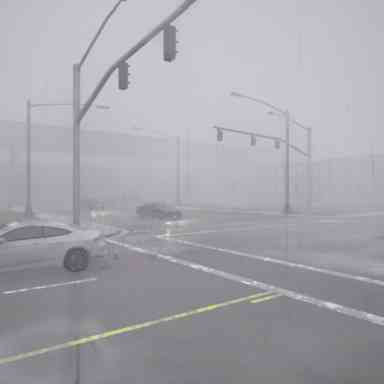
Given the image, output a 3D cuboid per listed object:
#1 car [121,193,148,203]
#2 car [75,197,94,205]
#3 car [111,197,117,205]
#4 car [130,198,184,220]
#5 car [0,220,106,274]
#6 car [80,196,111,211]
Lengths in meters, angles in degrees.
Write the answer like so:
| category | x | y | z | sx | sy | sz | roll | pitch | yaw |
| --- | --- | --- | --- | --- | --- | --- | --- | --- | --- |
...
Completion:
| category | x | y | z | sx | sy | sz | roll | pitch | yaw |
| --- | --- | --- | --- | --- | --- | --- | --- | --- | --- |
| car | -12.303 | 1.223 | 69.377 | 2.150 | 2.045 | 5.566 | 0 | 0 | 29 |
| car | -18.775 | 1.564 | 58.398 | 1.994 | 1.385 | 4.181 | 0 | 0 | 1 |
| car | -14.992 | 1.526 | 59.810 | 1.812 | 1.442 | 4.674 | 0 | 0 | 3 |
| car | -2.887 | 1.547 | 28.251 | 2.033 | 1.411 | 5.357 | 0 | 0 | -36 |
| car | -4.743 | 1.526 | 9.199 | 4.674 | 1.442 | 1.812 | 0 | 0 | -36 |
| car | -12.307 | 1.492 | 41.125 | 2.128 | 1.511 | 4.902 | 0 | 0 | -35 |
